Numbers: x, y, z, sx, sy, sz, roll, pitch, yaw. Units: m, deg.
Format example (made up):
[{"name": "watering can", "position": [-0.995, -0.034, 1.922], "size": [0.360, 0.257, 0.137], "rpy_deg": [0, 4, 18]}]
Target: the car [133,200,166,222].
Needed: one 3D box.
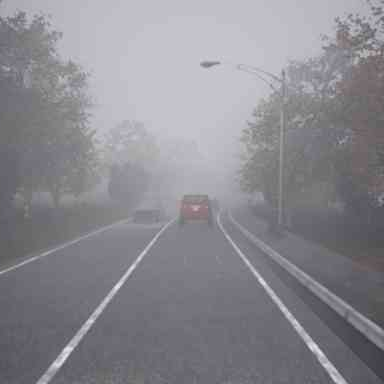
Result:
[{"name": "car", "position": [-3.190, 1.402, 25.794], "size": [1.882, 1.535, 5.008], "rpy_deg": [0, 0, 4]}]

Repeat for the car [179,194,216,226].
[{"name": "car", "position": [0.336, 1.160, 23.158], "size": [2.150, 2.045, 5.566], "rpy_deg": [0, 0, 2]}]

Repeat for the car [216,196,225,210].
[{"name": "car", "position": [2.500, 1.421, 42.010], "size": [2.128, 1.511, 4.902], "rpy_deg": [1, 0, 10]}]
